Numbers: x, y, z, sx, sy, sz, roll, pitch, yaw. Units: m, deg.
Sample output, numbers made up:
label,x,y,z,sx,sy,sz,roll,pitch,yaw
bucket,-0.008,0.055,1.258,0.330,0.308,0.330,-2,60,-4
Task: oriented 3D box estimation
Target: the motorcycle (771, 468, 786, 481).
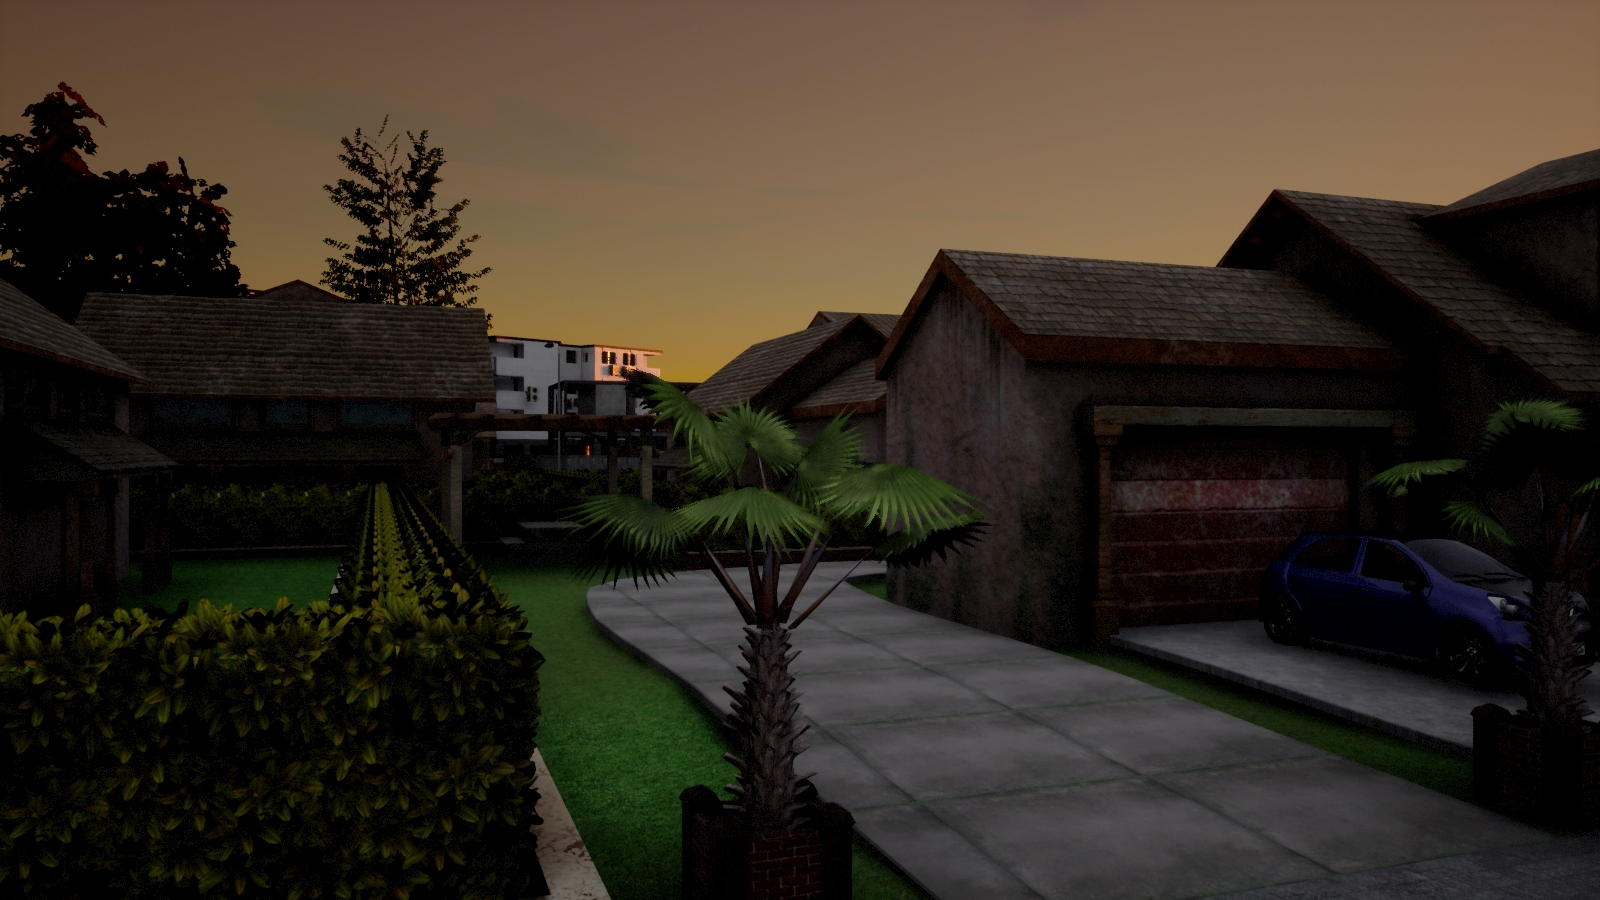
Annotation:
label,x,y,z,sx,sy,sz,roll,pitch,yaw
motorcycle,-1.939,2.199,102.837,0.803,1.199,2.033,0,0,-20
